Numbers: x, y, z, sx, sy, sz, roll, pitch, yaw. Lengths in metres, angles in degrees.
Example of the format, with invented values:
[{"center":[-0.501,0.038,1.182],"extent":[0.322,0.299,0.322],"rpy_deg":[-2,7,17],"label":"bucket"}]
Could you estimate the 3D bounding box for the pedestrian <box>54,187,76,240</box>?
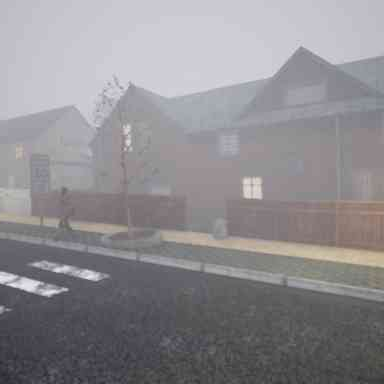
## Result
[{"center":[-4.226,0.658,11.102],"extent":[0.375,1.860,0.375],"rpy_deg":[-1,-2,30],"label":"pedestrian"}]
